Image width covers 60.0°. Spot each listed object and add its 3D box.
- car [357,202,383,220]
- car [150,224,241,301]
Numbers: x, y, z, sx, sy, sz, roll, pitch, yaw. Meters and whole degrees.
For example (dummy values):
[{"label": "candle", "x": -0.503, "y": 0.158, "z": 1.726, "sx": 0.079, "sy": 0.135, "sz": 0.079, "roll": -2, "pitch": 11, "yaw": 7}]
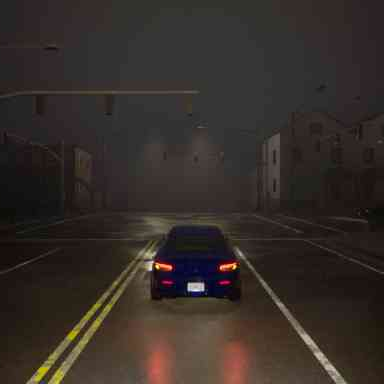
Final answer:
[{"label": "car", "x": 16.370, "y": 1.526, "z": 27.970, "sx": 4.674, "sy": 1.442, "sz": 1.812, "roll": 0, "pitch": 0, "yaw": -1}, {"label": "car", "x": 0.087, "y": 1.526, "z": 8.219, "sx": 1.812, "sy": 1.442, "sz": 4.674, "roll": 0, "pitch": 0, "yaw": 0}]
